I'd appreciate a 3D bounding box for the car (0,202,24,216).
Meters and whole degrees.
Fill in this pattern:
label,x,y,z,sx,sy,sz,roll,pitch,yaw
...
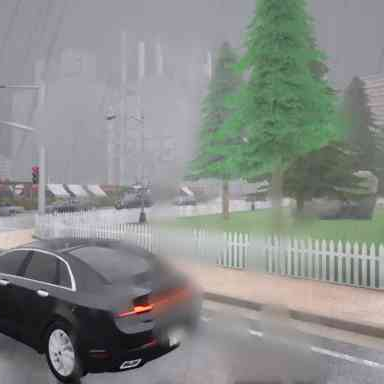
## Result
label,x,y,z,sx,sy,sz,roll,pitch,yaw
car,-17.996,1.601,30.017,1.895,1.301,4.718,0,0,36

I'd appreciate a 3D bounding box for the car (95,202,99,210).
label,x,y,z,sx,sy,sz,roll,pitch,yaw
car,-12.862,1.478,37.551,1.882,1.535,5.008,0,0,34

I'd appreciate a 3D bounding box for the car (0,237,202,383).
label,x,y,z,sx,sy,sz,roll,pitch,yaw
car,-2.143,1.505,5.454,4.892,1.490,1.837,0,0,36

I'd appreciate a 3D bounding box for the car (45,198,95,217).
label,x,y,z,sx,sy,sz,roll,pitch,yaw
car,-12.302,1.491,32.104,2.128,1.511,4.902,0,0,34

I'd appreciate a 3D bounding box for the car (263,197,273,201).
label,x,y,z,sx,sy,sz,roll,pitch,yaw
car,14.956,1.564,59.811,1.994,1.385,4.181,0,0,34

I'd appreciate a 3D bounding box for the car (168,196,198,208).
label,x,y,z,sx,sy,sz,roll,pitch,yaw
car,-1.130,1.352,48.717,2.097,1.767,4.553,0,0,34

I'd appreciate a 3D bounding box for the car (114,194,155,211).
label,x,y,z,sx,sy,sz,roll,pitch,yaw
car,-6.832,1.221,40.253,2.150,2.045,5.566,0,0,34

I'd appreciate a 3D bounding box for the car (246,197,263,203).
label,x,y,z,sx,sy,sz,roll,pitch,yaw
car,11.858,1.221,61.475,2.150,2.045,5.566,0,0,34

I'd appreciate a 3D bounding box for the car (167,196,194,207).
label,x,y,z,sx,sy,sz,roll,pitch,yaw
car,-1.864,1.505,53.879,1.837,1.490,4.892,0,0,34

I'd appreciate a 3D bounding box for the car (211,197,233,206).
label,x,y,z,sx,sy,sz,roll,pitch,yaw
car,4.586,1.526,50.631,1.812,1.442,4.674,0,0,34
